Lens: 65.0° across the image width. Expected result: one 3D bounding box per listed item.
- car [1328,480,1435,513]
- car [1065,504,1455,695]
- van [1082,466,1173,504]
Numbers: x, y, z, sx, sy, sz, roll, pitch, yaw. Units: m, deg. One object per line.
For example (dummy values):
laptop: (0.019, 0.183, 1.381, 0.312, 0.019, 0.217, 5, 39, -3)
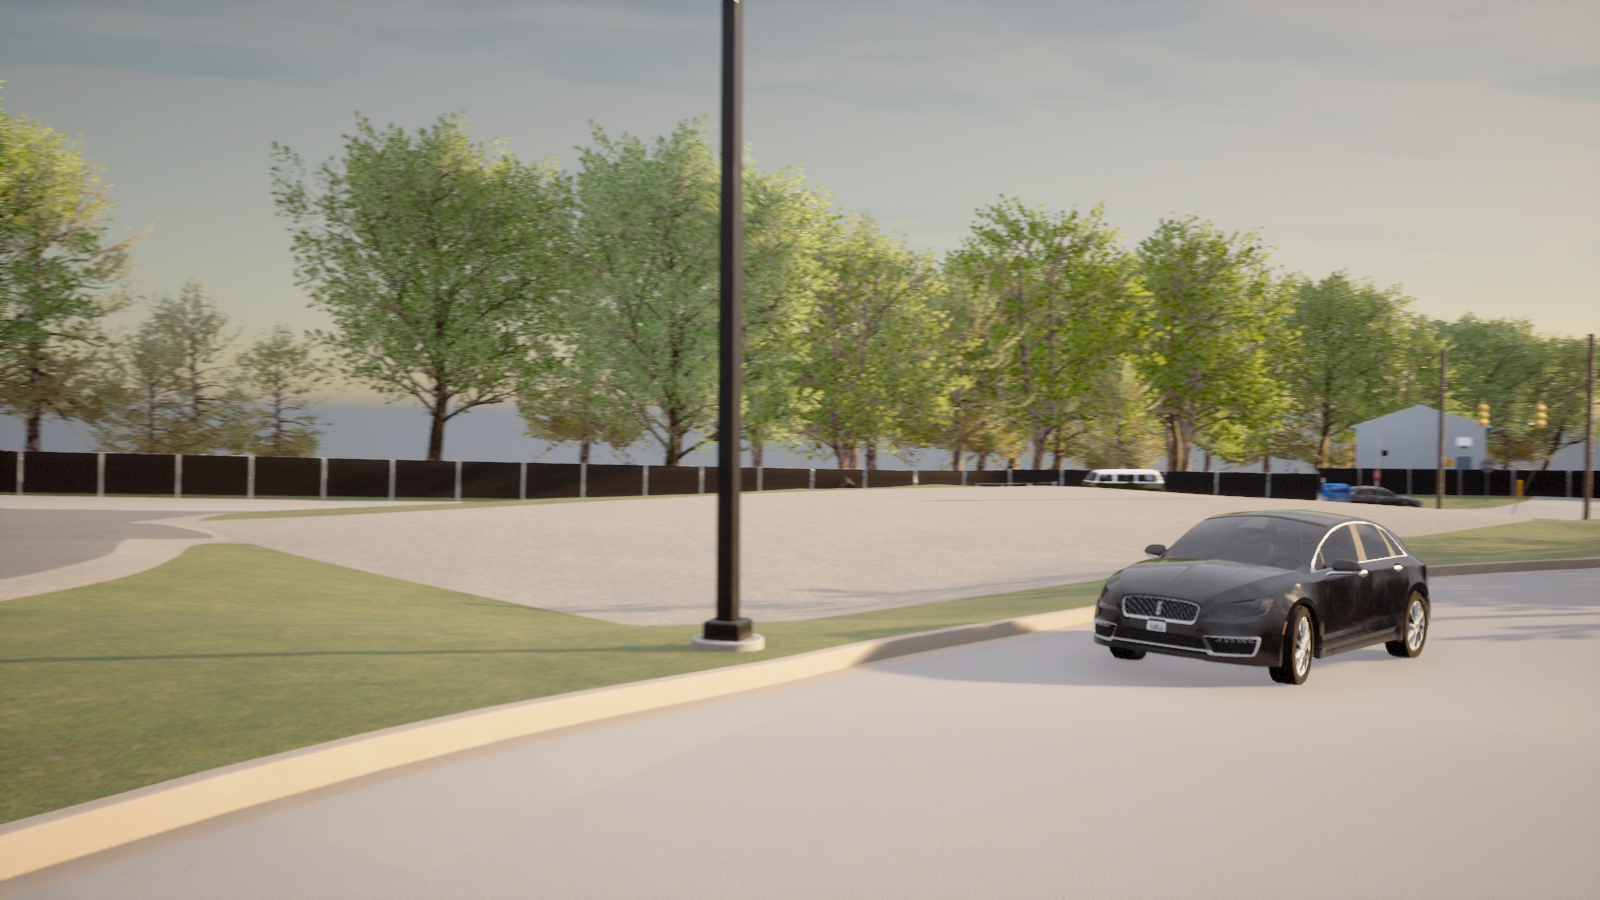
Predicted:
car: (31.463, 2.499, 68.024, 4.892, 1.490, 1.837, 1, 2, 7)
car: (4.869, 1.346, 12.816, 1.837, 1.490, 4.892, 1, -1, 45)
van: (18.570, 1.966, 71.326, 4.480, 2.038, 2.069, 0, 2, -6)
